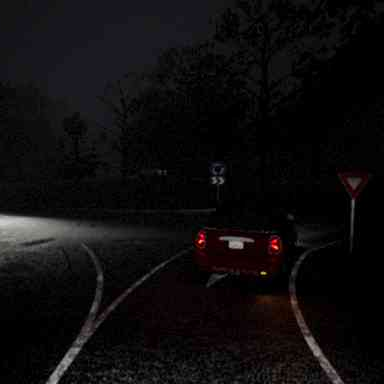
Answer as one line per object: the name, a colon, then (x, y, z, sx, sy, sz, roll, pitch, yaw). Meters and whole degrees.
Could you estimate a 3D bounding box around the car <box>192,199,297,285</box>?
car: (1.620, 0.975, 8.956, 2.097, 1.767, 4.553, 2, 5, 19)

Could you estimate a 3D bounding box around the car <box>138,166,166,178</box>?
car: (-7.098, -3.543, 58.980, 5.566, 2.045, 2.150, 4, 6, 36)

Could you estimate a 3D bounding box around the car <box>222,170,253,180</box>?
car: (7.199, -2.732, 52.928, 4.902, 1.511, 2.128, 3, 6, 30)
